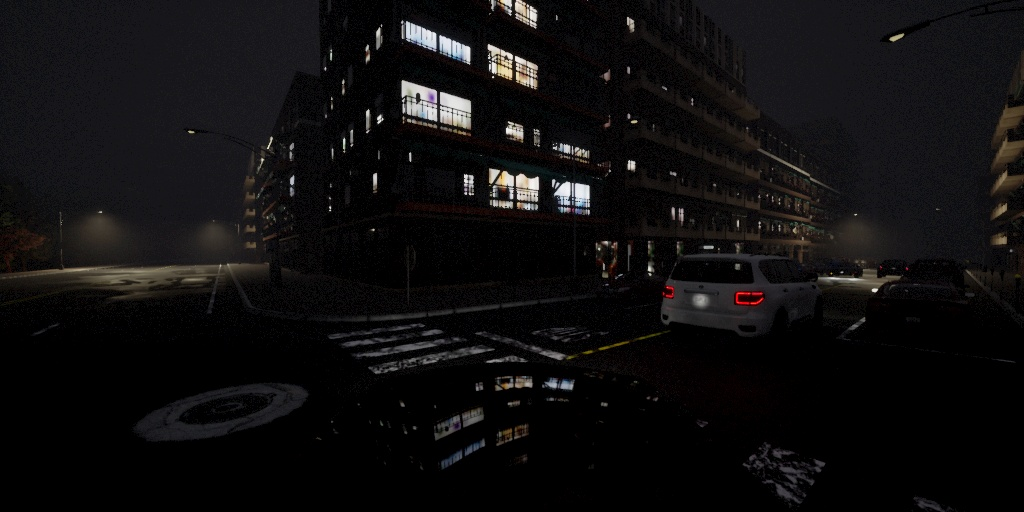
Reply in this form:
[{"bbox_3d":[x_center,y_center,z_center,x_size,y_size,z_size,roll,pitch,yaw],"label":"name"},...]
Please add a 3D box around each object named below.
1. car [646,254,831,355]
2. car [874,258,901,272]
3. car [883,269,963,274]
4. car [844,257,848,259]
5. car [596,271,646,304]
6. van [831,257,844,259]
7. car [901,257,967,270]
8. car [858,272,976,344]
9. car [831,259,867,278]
[{"bbox_3d":[5.920,0.965,8.993,5.566,2.045,2.150,0,0,-39],"label":"car"},{"bbox_3d":[34.645,1.091,32.336,4.553,1.767,2.097,0,0,-39],"label":"car"},{"bbox_3d":[14.911,1.317,12.865,4.313,1.339,1.948,0,0,-39],"label":"car"},{"bbox_3d":[40.343,1.035,44.454,5.009,1.841,2.192,0,0,-39],"label":"car"},{"bbox_3d":[5.511,1.306,15.969,4.207,1.307,1.802,0,0,-39],"label":"car"},{"bbox_3d":[35.974,1.060,40.851,3.998,1.789,1.690,0,0,-39],"label":"van"},{"bbox_3d":[23.685,1.063,20.027,5.009,1.841,2.192,0,0,-39],"label":"car"},{"bbox_3d":[10.788,1.297,9.500,4.507,1.381,1.888,0,0,-39],"label":"car"},{"bbox_3d":[31.270,1.293,33.559,4.181,1.385,1.994,0,0,-39],"label":"car"}]
